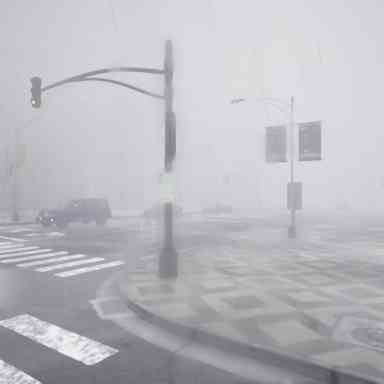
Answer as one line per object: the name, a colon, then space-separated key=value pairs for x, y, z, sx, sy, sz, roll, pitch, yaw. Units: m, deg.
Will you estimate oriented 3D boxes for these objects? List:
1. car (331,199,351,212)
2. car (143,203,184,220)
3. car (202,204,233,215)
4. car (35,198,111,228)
car: x=24.580 y=2.381 z=54.078 sx=2.128 sy=1.511 sz=4.902 roll=0 pitch=-1 yaw=35
car: x=-2.738 y=1.889 z=32.633 sx=1.837 sy=1.490 sz=4.892 roll=0 pitch=-1 yaw=36
car: x=3.190 y=2.135 z=41.014 sx=1.895 sy=1.301 sz=4.718 roll=0 pitch=-1 yaw=35
car: x=-8.512 y=1.461 z=24.466 sx=2.150 sy=2.045 sz=5.566 roll=0 pitch=-1 yaw=35
